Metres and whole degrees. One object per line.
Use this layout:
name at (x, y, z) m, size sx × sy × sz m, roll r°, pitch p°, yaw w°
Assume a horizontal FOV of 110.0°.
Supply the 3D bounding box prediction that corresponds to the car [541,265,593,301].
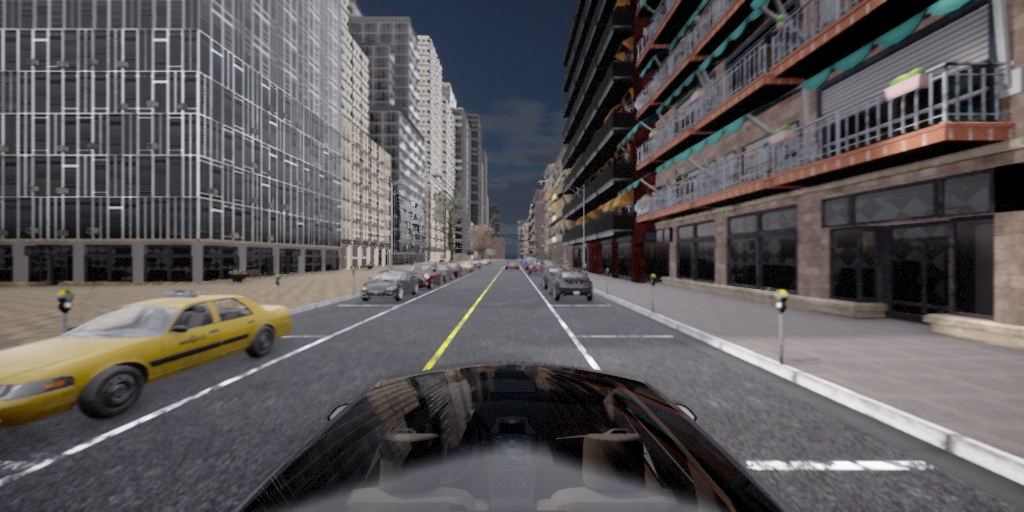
car at (2.691, 1.298, 17.145) m, size 2.007 × 1.370 × 4.403 m, roll 0°, pitch 0°, yaw 0°

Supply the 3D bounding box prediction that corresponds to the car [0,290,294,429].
car at (-5.691, 1.275, 5.911) m, size 1.751 × 1.417 × 4.829 m, roll 0°, pitch 0°, yaw 0°

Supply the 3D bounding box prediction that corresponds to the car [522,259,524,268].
car at (2.695, 1.337, 50.340) m, size 1.802 × 1.307 × 4.207 m, roll 0°, pitch 0°, yaw 0°

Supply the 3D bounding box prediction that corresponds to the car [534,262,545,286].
car at (2.691, 1.297, 22.678) m, size 2.007 × 1.370 × 4.403 m, roll 0°, pitch 0°, yaw 0°

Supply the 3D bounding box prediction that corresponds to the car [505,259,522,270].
car at (0.005, 1.321, 52.443) m, size 1.994 × 1.385 × 4.181 m, roll 0°, pitch 0°, yaw 0°

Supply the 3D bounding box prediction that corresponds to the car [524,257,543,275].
car at (2.693, 1.189, 39.274) m, size 1.967 × 1.591 × 4.097 m, roll 0°, pitch 0°, yaw 0°

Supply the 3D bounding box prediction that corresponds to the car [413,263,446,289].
car at (-5.689, 1.188, 22.679) m, size 1.967 × 1.591 × 4.097 m, roll 0°, pitch 0°, yaw 0°

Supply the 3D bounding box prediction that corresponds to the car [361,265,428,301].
car at (-5.690, 1.299, 17.146) m, size 2.007 × 1.370 × 4.403 m, roll 0°, pitch 0°, yaw 0°

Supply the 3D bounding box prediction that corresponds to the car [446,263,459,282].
car at (-5.689, 1.299, 28.211) m, size 2.007 × 1.370 × 4.403 m, roll 0°, pitch 0°, yaw 0°

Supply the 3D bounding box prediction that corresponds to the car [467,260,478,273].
car at (-5.686, 1.278, 44.639) m, size 1.751 × 1.417 × 4.829 m, roll 0°, pitch 0°, yaw 0°

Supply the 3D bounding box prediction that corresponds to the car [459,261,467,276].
car at (-5.688, 1.294, 33.743) m, size 1.888 × 1.381 × 4.507 m, roll 0°, pitch 0°, yaw 0°

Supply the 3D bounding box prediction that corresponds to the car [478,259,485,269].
car at (-5.685, 1.342, 55.874) m, size 1.802 × 1.307 × 4.207 m, roll 0°, pitch 0°, yaw 0°
